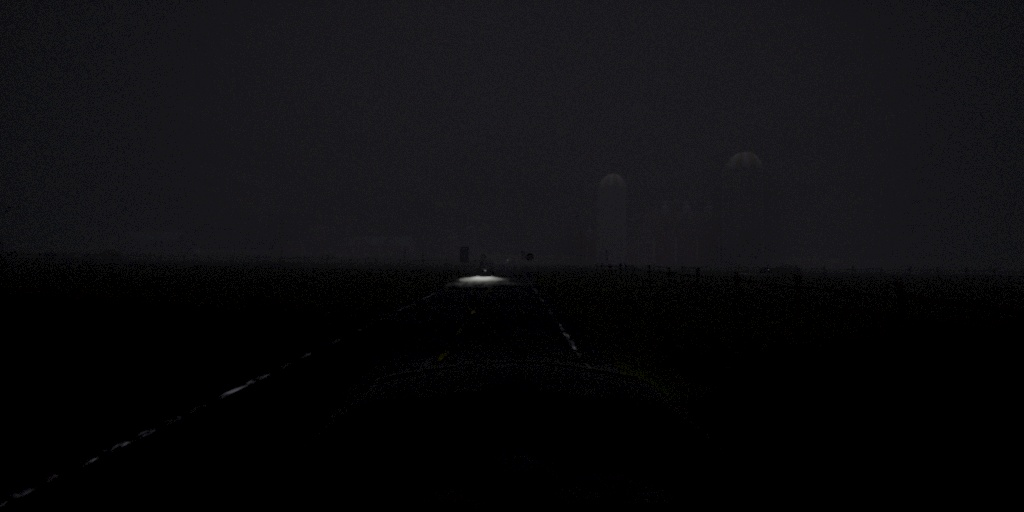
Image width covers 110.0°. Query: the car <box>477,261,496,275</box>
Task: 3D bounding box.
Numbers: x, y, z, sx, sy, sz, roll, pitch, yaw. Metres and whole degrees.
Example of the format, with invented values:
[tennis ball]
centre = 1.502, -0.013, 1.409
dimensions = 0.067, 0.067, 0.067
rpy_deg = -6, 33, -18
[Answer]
[car]
centre = -2.756, 1.259, 39.323
dimensions = 2.128, 1.511, 4.902
rpy_deg = 0, 0, 0
